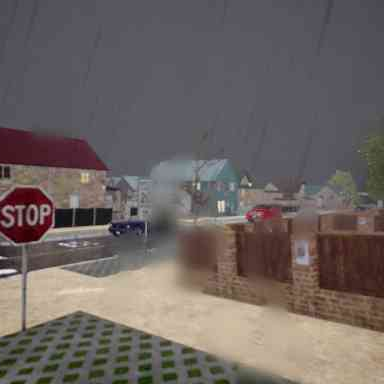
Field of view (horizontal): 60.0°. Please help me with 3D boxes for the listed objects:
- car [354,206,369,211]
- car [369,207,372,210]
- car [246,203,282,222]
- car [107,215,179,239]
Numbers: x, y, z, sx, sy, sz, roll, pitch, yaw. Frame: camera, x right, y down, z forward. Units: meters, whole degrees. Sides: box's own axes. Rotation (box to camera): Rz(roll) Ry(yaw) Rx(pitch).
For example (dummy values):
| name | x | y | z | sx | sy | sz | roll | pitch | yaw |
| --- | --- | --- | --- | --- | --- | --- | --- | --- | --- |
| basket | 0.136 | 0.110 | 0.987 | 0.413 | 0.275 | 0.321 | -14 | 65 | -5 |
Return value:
| name | x | y | z | sx | sy | sz | roll | pitch | yaw |
| --- | --- | --- | --- | --- | --- | --- | --- | --- | --- |
| car | 36.226 | 3.822 | 71.718 | 1.812 | 1.442 | 4.674 | 1 | -1 | 35 |
| car | 41.849 | 4.226 | 79.773 | 2.033 | 1.411 | 5.357 | 1 | -1 | 35 |
| car | 7.930 | 2.250 | 36.158 | 2.150 | 2.045 | 5.566 | 1 | -1 | 35 |
| car | -2.911 | 2.076 | 20.662 | 1.895 | 1.301 | 4.718 | 1 | -1 | 35 |
